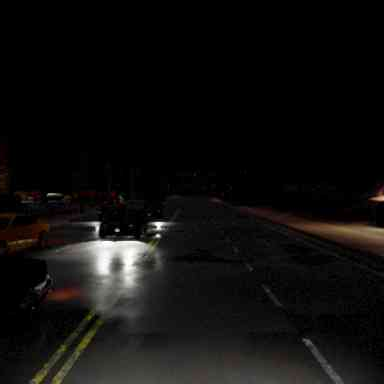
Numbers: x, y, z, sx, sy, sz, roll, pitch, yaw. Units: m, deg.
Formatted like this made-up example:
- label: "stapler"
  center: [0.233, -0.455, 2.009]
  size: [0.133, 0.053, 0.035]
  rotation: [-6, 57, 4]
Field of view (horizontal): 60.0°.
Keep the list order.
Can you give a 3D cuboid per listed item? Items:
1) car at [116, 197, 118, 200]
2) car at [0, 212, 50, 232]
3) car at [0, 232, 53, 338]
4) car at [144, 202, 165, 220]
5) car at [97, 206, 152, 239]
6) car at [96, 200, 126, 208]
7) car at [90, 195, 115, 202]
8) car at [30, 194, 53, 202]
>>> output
- label: "car"
  center: [-21.413, 1.601, 83.444]
  size: [3.866, 1.878, 1.905]
  rotation: [0, 0, 0]
- label: "car"
  center: [-7.089, 1.545, 12.373]
  size: [1.882, 1.535, 5.008]
  rotation: [0, -1, 0]
- label: "car"
  center: [-3.599, 1.571, 4.129]
  size: [2.033, 1.411, 5.357]
  rotation: [0, 0, 0]
- label: "car"
  center: [-3.501, 1.659, 29.817]
  size: [1.837, 1.490, 4.892]
  rotation: [0, 0, 0]
- label: "car"
  center: [-3.567, 1.660, 17.911]
  size: [1.994, 1.385, 4.181]
  rotation: [0, 0, 1]
- label: "car"
  center: [-7.001, 1.689, 29.816]
  size: [1.812, 1.442, 4.674]
  rotation: [0, 0, 0]
- label: "car"
  center: [-21.470, 1.583, 80.550]
  size: [4.605, 1.855, 1.932]
  rotation: [0, 0, 0]
- label: "car"
  center: [-38.879, 1.860, 86.160]
  size: [3.806, 1.475, 1.970]
  rotation: [0, 0, 0]
